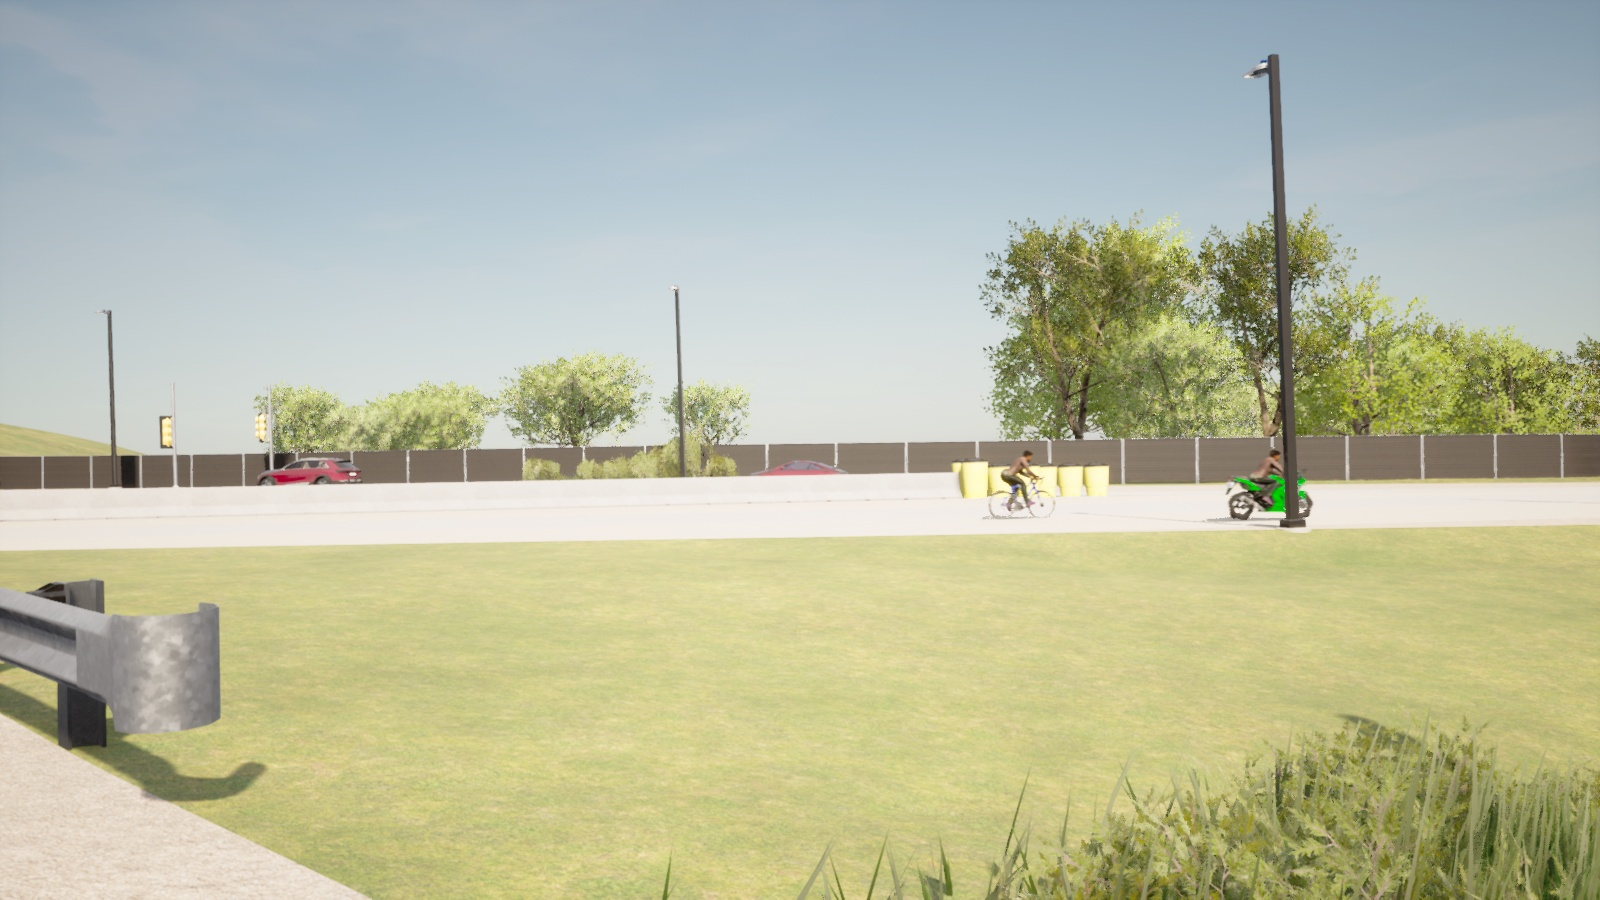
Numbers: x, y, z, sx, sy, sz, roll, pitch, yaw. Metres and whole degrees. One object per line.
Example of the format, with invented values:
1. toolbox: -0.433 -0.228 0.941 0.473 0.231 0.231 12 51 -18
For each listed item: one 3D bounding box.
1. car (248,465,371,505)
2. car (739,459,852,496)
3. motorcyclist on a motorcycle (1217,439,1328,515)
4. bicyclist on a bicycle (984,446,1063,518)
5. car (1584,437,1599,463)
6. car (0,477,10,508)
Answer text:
1. car: -22.049 1.564 56.464 4.856 1.649 2.033 -2 0 16
2. car: -0.163 1.104 50.756 4.181 1.385 1.994 -2 0 12
3. motorcyclist on a motorcycle: 10.049 0.563 26.733 2.044 1.523 0.797 -2 -1 -11
4. bicyclist on a bicycle: 5.215 0.735 29.336 1.656 1.620 0.582 -1 -1 -11
5. car: 53.854 -0.105 81.715 2.033 1.649 4.856 -3 -1 -11
6. car: -41.935 2.179 62.037 4.902 1.511 2.128 -2 0 16
